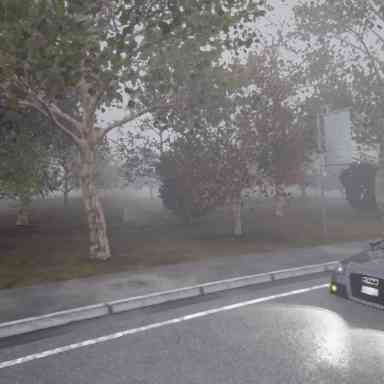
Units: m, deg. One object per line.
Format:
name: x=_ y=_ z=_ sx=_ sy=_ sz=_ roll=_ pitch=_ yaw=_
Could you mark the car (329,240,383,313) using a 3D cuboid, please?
car: x=4.779 y=1.515 z=6.747 sx=4.181 sy=1.385 sz=1.994 roll=0 pitch=1 yaw=-31
